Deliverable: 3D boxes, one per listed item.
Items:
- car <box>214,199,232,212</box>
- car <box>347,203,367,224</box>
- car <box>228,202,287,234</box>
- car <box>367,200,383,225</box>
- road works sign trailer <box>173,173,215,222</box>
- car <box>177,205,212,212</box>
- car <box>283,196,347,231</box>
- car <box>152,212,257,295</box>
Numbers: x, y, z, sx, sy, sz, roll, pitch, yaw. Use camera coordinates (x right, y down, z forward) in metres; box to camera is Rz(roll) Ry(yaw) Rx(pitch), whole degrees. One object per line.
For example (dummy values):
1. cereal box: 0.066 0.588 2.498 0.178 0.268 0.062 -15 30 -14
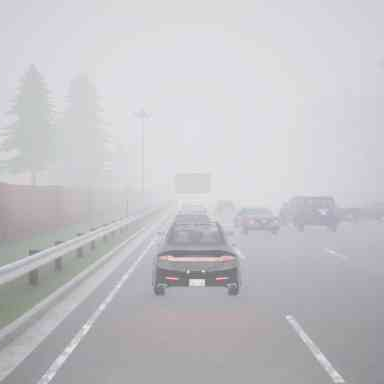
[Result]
1. car: 3.574 1.503 36.334 1.837 1.490 4.892 0 0 0
2. car: 10.583 1.477 24.751 1.882 1.535 5.008 0 0 0
3. car: 3.591 1.546 19.272 2.033 1.411 5.357 0 0 -1
4. car: 14.083 1.351 24.250 2.097 1.767 4.553 0 0 0
5. road works sign trailer: 0.057 0.464 23.011 2.380 3.560 2.880 0 0 -2
6. car: 0.124 1.474 19.091 1.882 1.535 5.008 0 0 4
7. car: 7.085 1.223 20.598 2.150 2.045 5.566 0 0 0
8. car: 0.094 1.491 8.674 2.128 1.511 4.902 0 0 0
